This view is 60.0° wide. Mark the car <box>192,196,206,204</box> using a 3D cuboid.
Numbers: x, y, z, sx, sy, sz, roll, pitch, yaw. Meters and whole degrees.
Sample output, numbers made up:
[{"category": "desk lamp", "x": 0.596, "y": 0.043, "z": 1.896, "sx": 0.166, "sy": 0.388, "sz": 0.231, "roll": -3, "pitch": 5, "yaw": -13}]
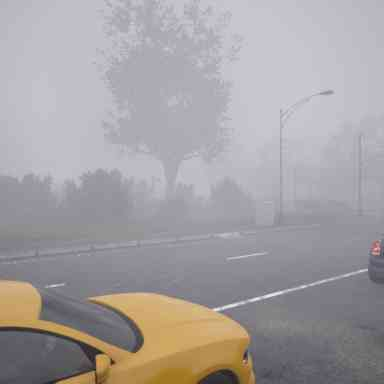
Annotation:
[{"category": "car", "x": 1.320, "y": 1.447, "z": 58.588, "sx": 1.837, "sy": 1.490, "sz": 4.892, "roll": 0, "pitch": 0, "yaw": -34}]

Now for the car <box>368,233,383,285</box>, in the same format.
[{"category": "car", "x": 6.435, "y": 1.352, "z": 8.310, "sx": 4.553, "sy": 1.767, "sz": 2.097, "roll": 0, "pitch": 0, "yaw": -35}]

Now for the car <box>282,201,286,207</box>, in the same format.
[{"category": "car", "x": 11.639, "y": 1.468, "z": 49.147, "sx": 1.882, "sy": 1.535, "sz": 5.008, "roll": 0, "pitch": 0, "yaw": -33}]

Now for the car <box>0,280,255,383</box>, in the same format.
[{"category": "car", "x": -1.685, "y": 1.478, "z": 2.548, "sx": 5.008, "sy": 1.535, "sz": 1.882, "roll": 0, "pitch": 0, "yaw": -35}]

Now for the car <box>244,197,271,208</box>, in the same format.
[{"category": "car", "x": 8.757, "y": 1.483, "z": 47.105, "sx": 2.128, "sy": 1.511, "sz": 4.902, "roll": 0, "pitch": 0, "yaw": -32}]

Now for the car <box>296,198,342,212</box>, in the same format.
[{"category": "car", "x": 14.183, "y": 1.492, "z": 38.511, "sx": 2.128, "sy": 1.511, "sz": 4.902, "roll": 0, "pitch": 0, "yaw": -32}]

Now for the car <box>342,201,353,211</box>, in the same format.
[{"category": "car", "x": 17.081, "y": 1.492, "z": 40.484, "sx": 2.128, "sy": 1.511, "sz": 4.902, "roll": 0, "pitch": 0, "yaw": -32}]
